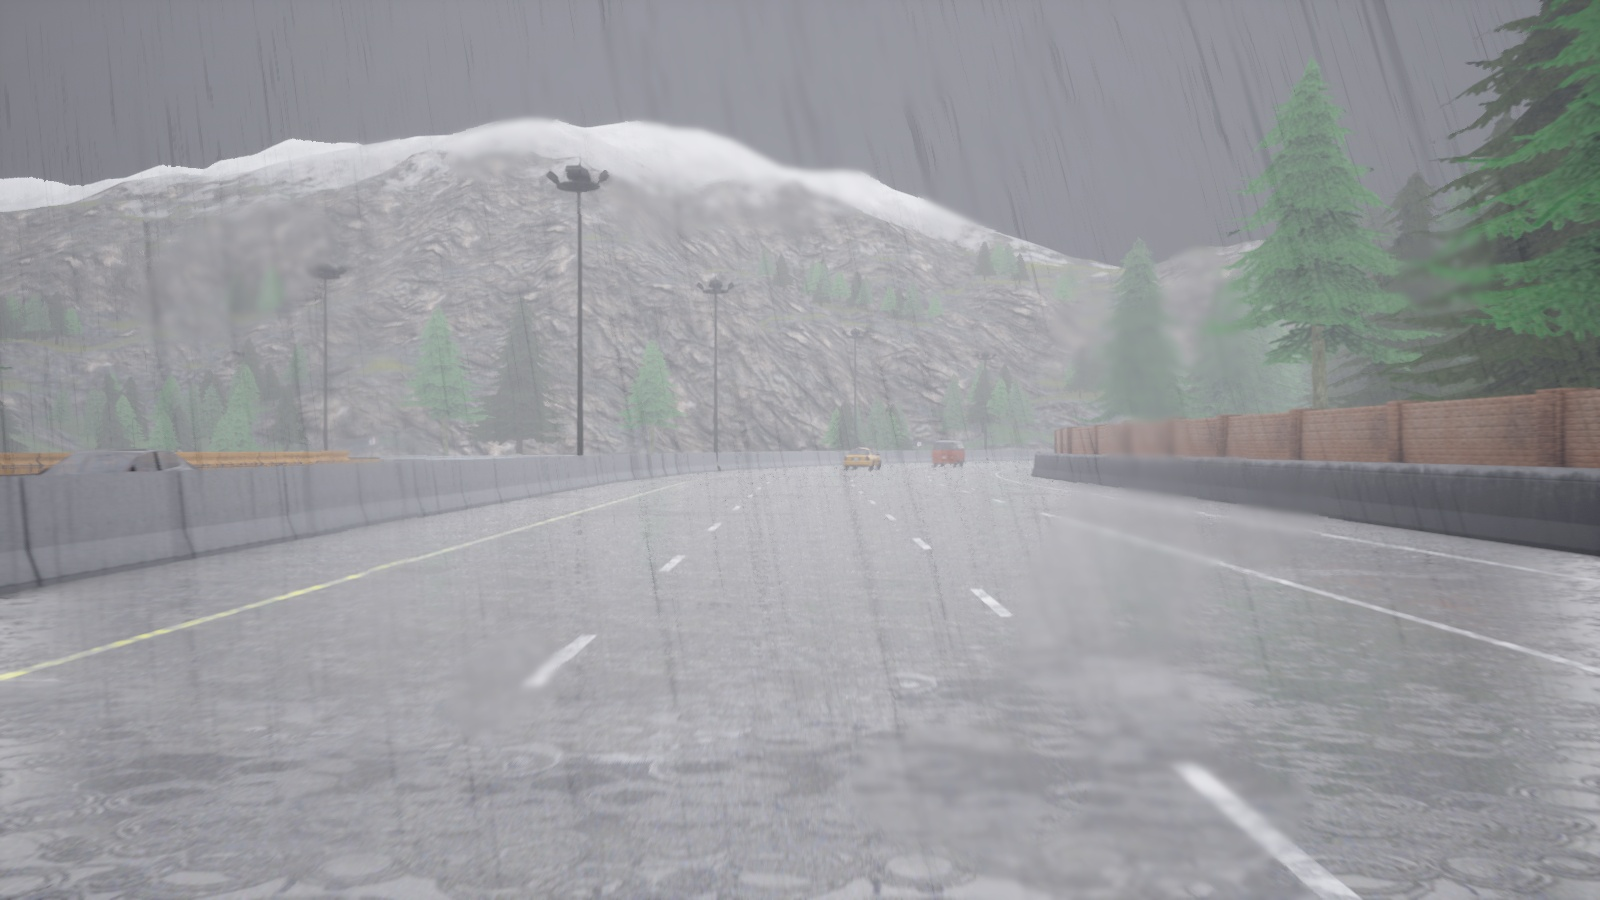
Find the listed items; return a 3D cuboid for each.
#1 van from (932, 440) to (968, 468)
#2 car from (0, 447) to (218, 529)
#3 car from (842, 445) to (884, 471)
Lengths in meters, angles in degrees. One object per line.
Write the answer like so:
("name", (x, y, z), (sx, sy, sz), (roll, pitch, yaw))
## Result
("van", (11.025, 0.295, 92.182), (1.775, 1.987, 4.442), (0, 0, 18))
("car", (-13.840, 0.677, 25.115), (2.163, 1.488, 4.792), (0, 0, 0))
("car", (4.045, 0.503, 80.032), (1.801, 1.575, 5.366), (0, 0, 13))
